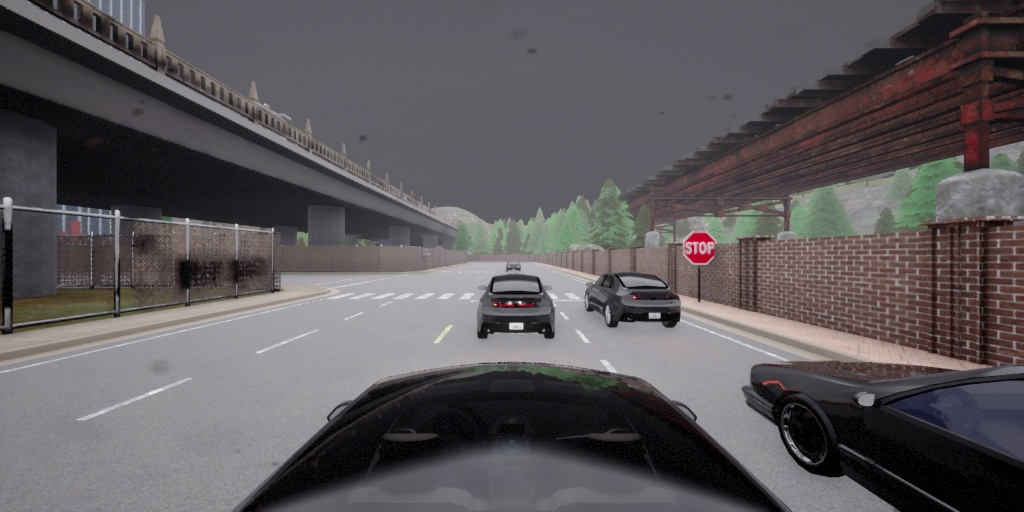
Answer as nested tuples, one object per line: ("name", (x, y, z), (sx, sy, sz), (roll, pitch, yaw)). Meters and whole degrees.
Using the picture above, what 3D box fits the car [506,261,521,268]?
("car", (0.166, 1.351, 46.360), (1.895, 1.301, 4.718), (0, 0, -1))

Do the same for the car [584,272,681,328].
("car", (3.596, 1.255, 11.443), (1.837, 1.490, 4.892), (0, 0, 0))

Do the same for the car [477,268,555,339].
("car", (0.095, 1.255, 10.083), (1.837, 1.490, 4.892), (0, 0, 0))

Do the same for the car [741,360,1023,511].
("car", (3.600, 1.297, 1.697), (2.033, 1.411, 5.357), (0, 0, 0))
